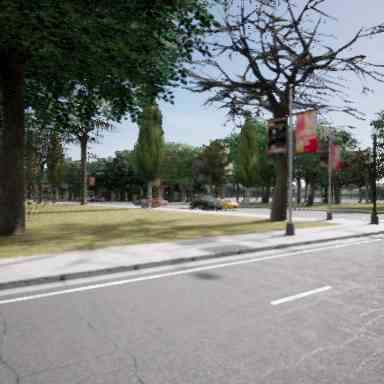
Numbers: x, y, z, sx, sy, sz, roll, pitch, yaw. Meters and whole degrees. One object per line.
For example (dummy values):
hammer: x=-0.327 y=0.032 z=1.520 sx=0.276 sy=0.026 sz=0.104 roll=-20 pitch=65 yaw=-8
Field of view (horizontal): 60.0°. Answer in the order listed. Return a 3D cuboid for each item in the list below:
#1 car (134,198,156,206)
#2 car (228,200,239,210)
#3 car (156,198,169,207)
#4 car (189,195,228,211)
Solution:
car: x=-8.717 y=1.977 z=59.542 sx=1.994 sy=1.385 sz=4.181 roll=1 pitch=-1 yaw=-36
car: x=4.516 y=1.744 z=46.692 sx=1.882 sy=1.535 sz=5.008 roll=1 pitch=-1 yaw=-36
car: x=-6.104 y=1.818 z=61.477 sx=2.097 sy=1.767 sz=4.553 roll=1 pitch=-1 yaw=-36
car: x=1.836 y=1.464 z=44.846 sx=2.150 sy=2.045 sz=5.566 roll=1 pitch=-1 yaw=-36
